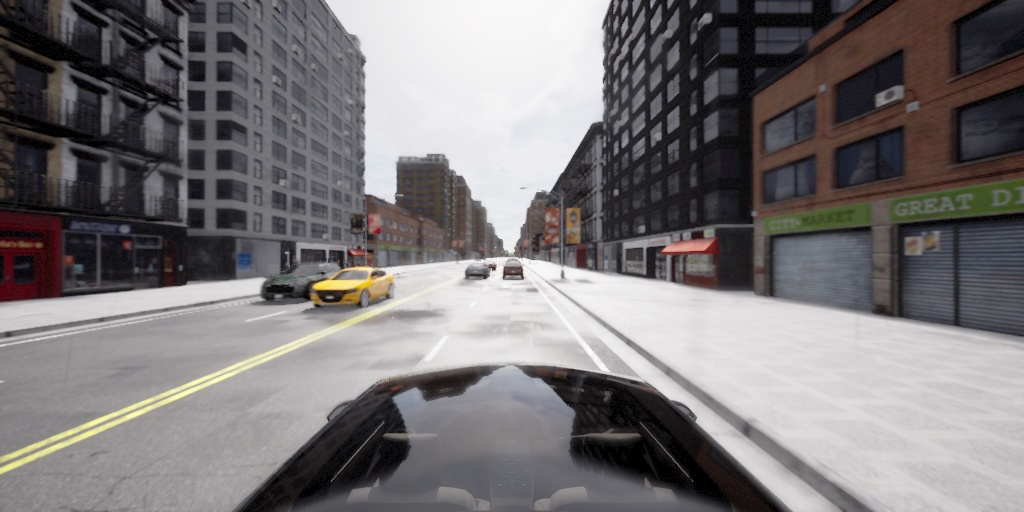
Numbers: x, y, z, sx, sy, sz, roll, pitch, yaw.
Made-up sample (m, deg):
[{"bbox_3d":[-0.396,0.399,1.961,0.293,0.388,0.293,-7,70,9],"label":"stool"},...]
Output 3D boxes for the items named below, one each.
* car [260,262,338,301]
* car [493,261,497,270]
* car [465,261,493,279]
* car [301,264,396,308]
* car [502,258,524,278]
[{"bbox_3d":[-9.839,1.105,17.366,2.097,1.767,4.553,0,0,0],"label":"car"},{"bbox_3d":[-3.147,1.363,51.157,1.895,1.301,4.718,0,0,0],"label":"car"},{"bbox_3d":[-3.148,1.321,32.982,1.994,1.385,4.181,0,0,0],"label":"car"},{"bbox_3d":[-6.593,1.230,15.467,1.882,1.535,5.008,0,0,0],"label":"car"},{"bbox_3d":[0.102,1.235,33.838,1.882,1.535,5.008,0,0,0],"label":"car"}]
